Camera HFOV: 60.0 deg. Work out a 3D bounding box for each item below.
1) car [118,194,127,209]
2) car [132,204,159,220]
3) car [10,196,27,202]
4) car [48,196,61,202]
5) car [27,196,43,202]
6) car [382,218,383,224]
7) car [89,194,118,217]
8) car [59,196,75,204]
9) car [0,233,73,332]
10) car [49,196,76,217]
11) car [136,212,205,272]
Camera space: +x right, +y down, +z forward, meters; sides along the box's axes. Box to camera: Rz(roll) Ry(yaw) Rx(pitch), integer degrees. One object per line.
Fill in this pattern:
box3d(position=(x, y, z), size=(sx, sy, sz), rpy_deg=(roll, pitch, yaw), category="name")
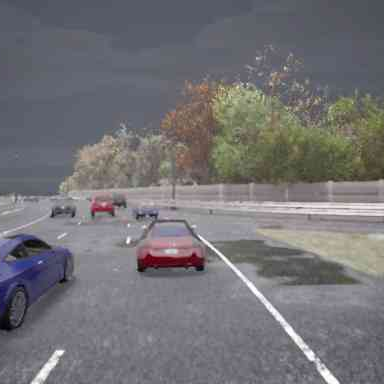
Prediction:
box3d(position=(-10.973, 1.363, 47.677), size=(2.150, 2.045, 5.566), rpy_deg=(0, 0, -25), category="car")
box3d(position=(-4.198, 1.678, 29.193), size=(1.895, 1.301, 4.718), rpy_deg=(0, 0, -15), category="car")
box3d(position=(-40.533, 1.654, 76.759), size=(4.674, 1.442, 1.812), rpy_deg=(0, 0, 41), category="car")
box3d(position=(-33.813, 1.709, 81.722), size=(1.895, 1.301, 4.718), rpy_deg=(0, 0, -34), category="car")
box3d(position=(-38.120, 1.650, 79.293), size=(4.674, 1.442, 1.812), rpy_deg=(0, 0, 41), category="car")
box3d(position=(14.004, 1.553, 20.235), size=(4.181, 1.385, 1.994), rpy_deg=(0, 0, 25), category="car")
box3d(position=(-9.049, 1.326, 33.478), size=(2.150, 2.045, 5.566), rpy_deg=(0, 0, -18), category="car")
box3d(position=(-27.544, 1.758, 73.345), size=(1.837, 1.490, 4.892), rpy_deg=(0, 0, -39), category="car")
box3d(position=(-3.857, 1.555, 6.708), size=(1.812, 1.442, 4.674), rpy_deg=(0, 0, -4), category="car")
box3d(position=(-12.506, 1.468, 32.634), size=(2.097, 1.767, 4.553), rpy_deg=(0, 0, -18), category="car")
box3d(position=(-0.736, 1.590, 11.029), size=(1.994, 1.385, 4.181), rpy_deg=(0, 0, -5), category="car")
